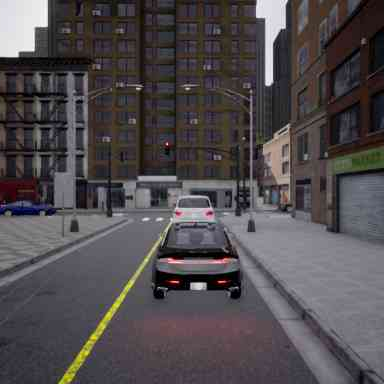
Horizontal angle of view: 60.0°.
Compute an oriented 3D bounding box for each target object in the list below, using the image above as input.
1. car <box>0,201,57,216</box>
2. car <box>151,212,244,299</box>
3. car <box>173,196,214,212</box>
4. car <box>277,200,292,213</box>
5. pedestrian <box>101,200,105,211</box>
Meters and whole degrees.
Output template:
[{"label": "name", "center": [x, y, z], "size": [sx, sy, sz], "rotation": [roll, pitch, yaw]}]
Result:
[{"label": "car", "center": [-15.487, 1.576, 31.649], "size": [5.008, 1.535, 1.882], "rotation": [0, 0, -2]}, {"label": "car", "center": [0.097, 1.490, 8.440], "size": [2.128, 1.511, 4.902], "rotation": [0, 0, 0]}, {"label": "car", "center": [0.092, 1.214, 18.894], "size": [2.150, 2.045, 5.566], "rotation": [0, 0, 0]}, {"label": "car", "center": [11.482, 1.379, 35.216], "size": [4.892, 1.490, 1.837], "rotation": [-1, 0, -2]}, {"label": "pedestrian", "center": [-10.174, 1.496, 37.960], "size": [0.375, 1.300, 0.375], "rotation": [0, 0, -1]}]
